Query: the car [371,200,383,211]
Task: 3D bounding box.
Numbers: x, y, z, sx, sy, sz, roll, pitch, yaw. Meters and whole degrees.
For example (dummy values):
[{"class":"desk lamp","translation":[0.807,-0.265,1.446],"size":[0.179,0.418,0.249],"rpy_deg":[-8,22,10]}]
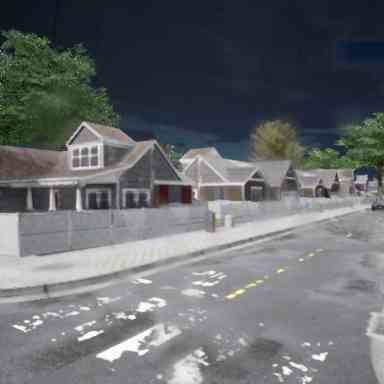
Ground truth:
[{"class":"car","translation":[23.133,1.609,40.354],"size":[1.994,1.385,4.181],"rpy_deg":[0,0,36]}]
